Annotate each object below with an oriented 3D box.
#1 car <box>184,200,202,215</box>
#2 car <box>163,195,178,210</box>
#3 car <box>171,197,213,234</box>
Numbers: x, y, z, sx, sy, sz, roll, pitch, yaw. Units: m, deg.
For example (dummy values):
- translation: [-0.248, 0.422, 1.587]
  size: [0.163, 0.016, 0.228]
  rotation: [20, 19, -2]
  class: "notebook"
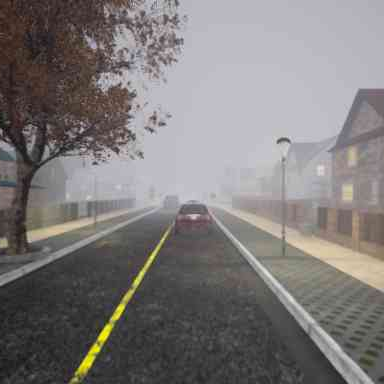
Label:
- translation: [0.084, 1.616, 35.823]
  size: [1.837, 1.490, 4.892]
  rotation: [0, -1, 0]
  class: "car"
- translation: [-2.803, 1.398, 46.325]
  size: [2.150, 2.045, 5.566]
  rotation: [0, -1, 1]
  class: "car"
- translation: [0.090, 1.388, 19.600]
  size: [2.097, 1.767, 4.553]
  rotation: [0, 0, 0]
  class: "car"
